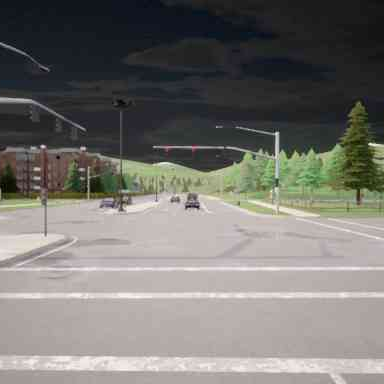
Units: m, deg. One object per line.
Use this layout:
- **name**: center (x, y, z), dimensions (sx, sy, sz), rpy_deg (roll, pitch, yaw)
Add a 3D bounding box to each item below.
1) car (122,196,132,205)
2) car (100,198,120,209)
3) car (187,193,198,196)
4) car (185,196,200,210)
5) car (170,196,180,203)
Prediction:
- **car**: center (-11.507, 1.477, 57.036), dimensions (1.882, 1.535, 5.008), rpy_deg (0, 0, 0)
- **car**: center (-11.539, 1.525, 46.686), dimensions (1.812, 1.442, 4.674), rpy_deg (0, 0, 0)
- **car**: center (0.062, 1.220, 68.905), dimensions (2.150, 2.045, 5.566), rpy_deg (0, 0, 0)
- **car**: center (0.039, 1.600, 43.470), dimensions (1.895, 1.301, 4.718), rpy_deg (0, 0, 0)
- **car**: center (-3.438, 1.491, 68.877), dimensions (2.128, 1.511, 4.902), rpy_deg (0, 0, 0)
